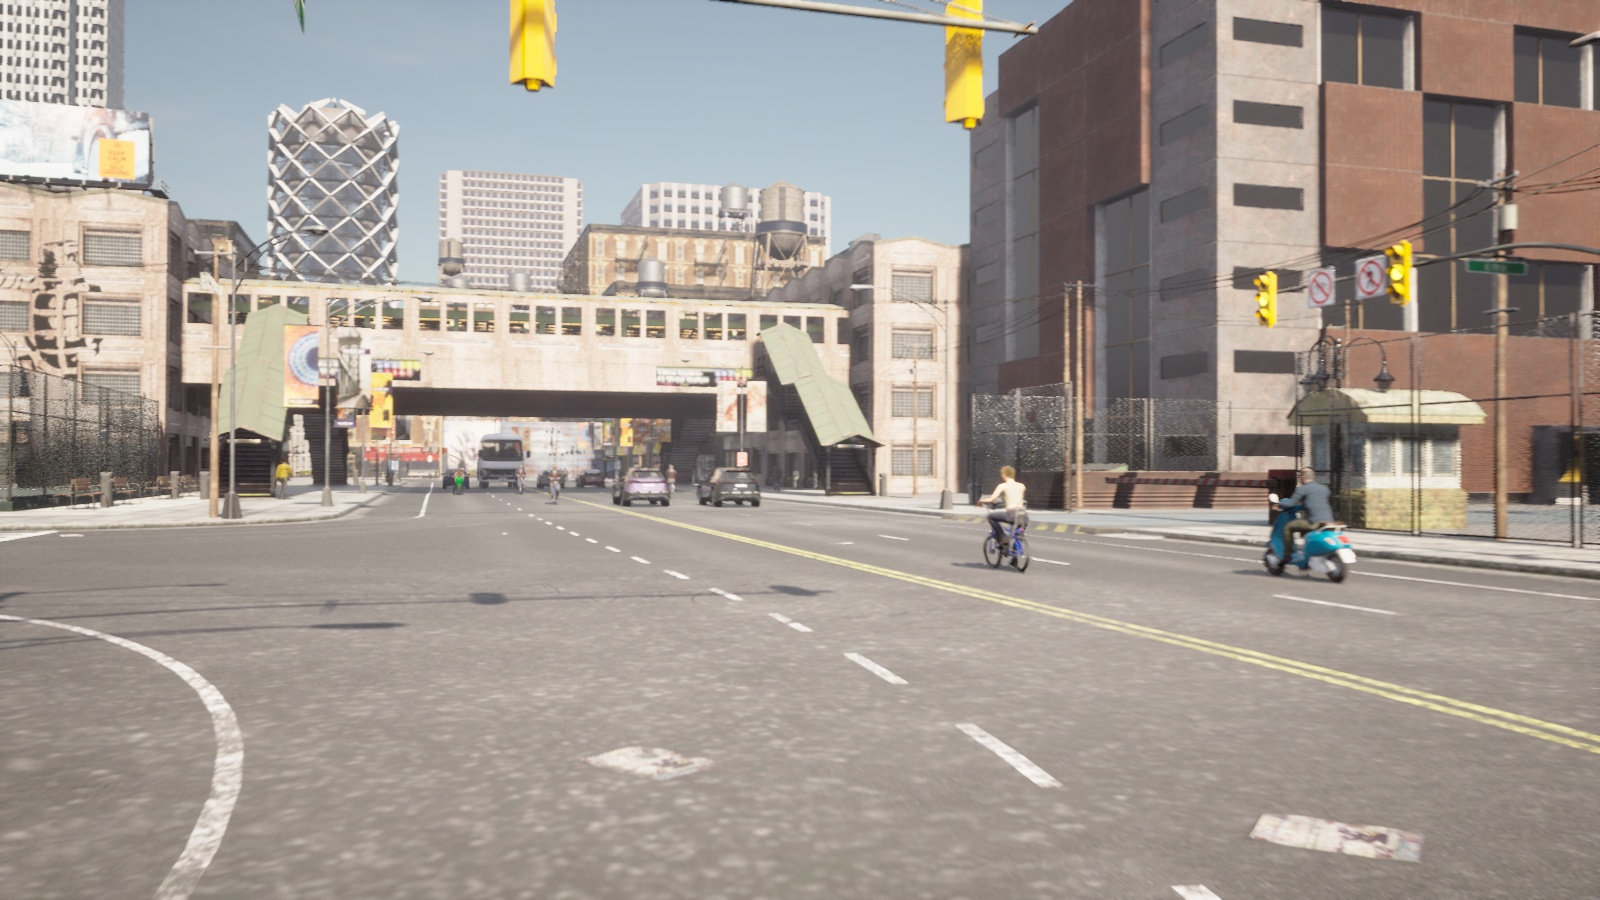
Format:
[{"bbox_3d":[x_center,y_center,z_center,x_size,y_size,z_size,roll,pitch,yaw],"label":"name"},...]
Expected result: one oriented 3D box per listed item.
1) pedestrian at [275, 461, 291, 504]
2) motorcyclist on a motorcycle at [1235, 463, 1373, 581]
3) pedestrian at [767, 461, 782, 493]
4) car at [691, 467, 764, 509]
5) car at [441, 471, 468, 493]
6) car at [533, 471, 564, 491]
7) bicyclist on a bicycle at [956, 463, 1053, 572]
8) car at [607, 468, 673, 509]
[{"bbox_3d":[-22.572,1.420,54.789,0.431,1.840,0.709,0,-1,-3],"label":"pedestrian"},{"bbox_3d":[7.221,1.006,18.097,0.866,1.590,1.817,0,-1,-17],"label":"motorcyclist on a motorcycle"},{"bbox_3d":[-1.610,1.670,78.124,0.659,1.952,0.873,0,-1,-21],"label":"pedestrian"},{"bbox_3d":[-3.106,1.566,52.913,2.033,1.649,4.856,0,-1,-16],"label":"car"},{"bbox_3d":[-25.776,2.350,93.574,1.882,1.535,5.008,0,-1,-17],"label":"car"},{"bbox_3d":[-19.341,2.351,96.530,1.970,1.475,3.806,0,-1,-16],"label":"car"},{"bbox_3d":[3.158,1.033,19.518,0.866,1.612,1.509,0,-3,-17],"label":"bicyclist on a bicycle"},{"bbox_3d":[-6.860,1.591,53.283,2.033,1.649,4.856,0,-1,-16],"label":"car"}]
